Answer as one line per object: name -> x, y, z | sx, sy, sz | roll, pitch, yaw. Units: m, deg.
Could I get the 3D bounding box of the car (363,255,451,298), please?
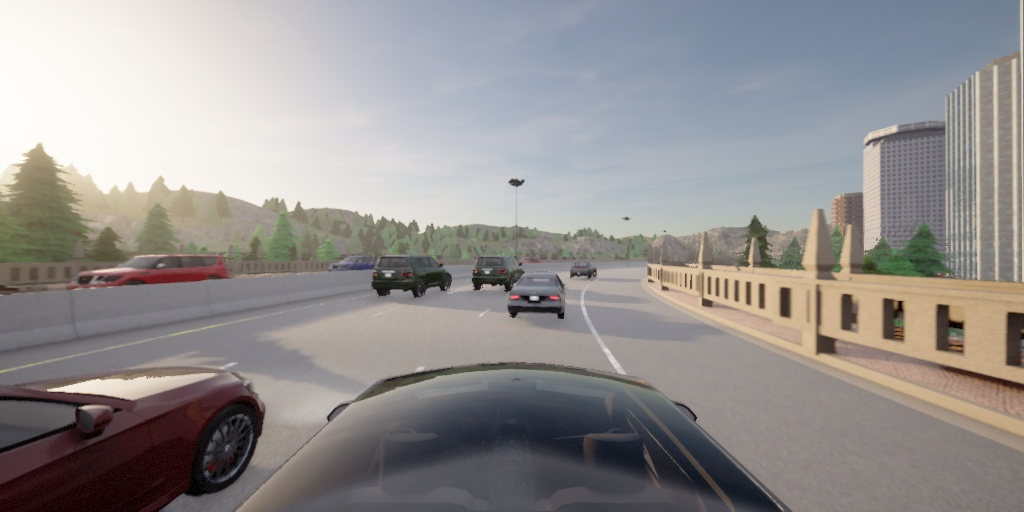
car -> -5.053, 0.961, 18.738 | 2.150, 2.045, 5.566 | 0, 0, 11

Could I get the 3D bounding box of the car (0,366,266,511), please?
car -> -3.308, 1.260, 1.529 | 1.812, 1.442, 4.674 | 0, 0, 0

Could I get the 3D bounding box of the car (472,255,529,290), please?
car -> -0.716, 0.982, 22.101 | 2.150, 2.045, 5.566 | 0, 0, 14

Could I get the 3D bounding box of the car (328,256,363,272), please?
car -> -15.225, 0.974, 35.202 | 2.150, 2.045, 5.566 | 0, 0, 19

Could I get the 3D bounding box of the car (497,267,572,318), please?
car -> 1.037, 1.302, 13.116 | 2.033, 1.411, 5.357 | 0, 0, 9

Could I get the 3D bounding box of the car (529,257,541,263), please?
car -> 2.514, 1.126, 55.550 | 2.150, 2.045, 5.566 | 0, -1, 34

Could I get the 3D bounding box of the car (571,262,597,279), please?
car -> 6.715, 1.302, 33.350 | 2.128, 1.511, 4.902 | 0, 0, 22

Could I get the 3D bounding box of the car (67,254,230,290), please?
car -> -16.247, 0.915, 16.616 | 2.150, 2.045, 5.566 | 0, 0, 9
